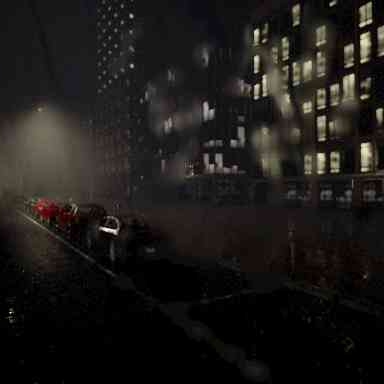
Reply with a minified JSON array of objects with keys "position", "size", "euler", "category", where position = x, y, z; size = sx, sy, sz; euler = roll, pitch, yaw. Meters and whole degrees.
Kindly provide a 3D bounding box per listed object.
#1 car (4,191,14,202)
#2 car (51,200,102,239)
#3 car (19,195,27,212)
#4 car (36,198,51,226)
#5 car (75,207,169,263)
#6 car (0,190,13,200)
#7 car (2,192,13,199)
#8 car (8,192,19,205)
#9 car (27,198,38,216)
[{"position":[-29.526,0.916,54.903],"size":[1.752,1.417,4.829],"euler":[0,1,-32],"category":"car"},{"position":[-5.338,1.248,16.151],"size":[1.967,1.590,4.097],"euler":[0,1,-32],"category":"car"},{"position":[-14.375,1.201,30.630],"size":[2.008,1.369,4.403],"euler":[0,1,-32],"category":"car"},{"position":[-8.350,1.300,20.979],"size":[1.887,1.381,4.507],"euler":[0,1,-32],"category":"car"},{"position":[-2.326,1.412,11.327],"size":[2.008,1.369,4.403],"euler":[0,1,-32],"category":"car"},{"position":[-35.460,0.605,64.408],"size":[2.192,1.841,5.009],"euler":[0,1,-32],"category":"car"},{"position":[-38.473,0.785,69.236],"size":[1.887,1.381,4.507],"euler":[0,1,-32],"category":"car"},{"position":[-23.411,1.061,45.107],"size":[1.947,1.339,4.313],"euler":[0,1,-32],"category":"car"},{"position":[-11.363,1.284,25.805],"size":[1.802,1.307,4.206],"euler":[0,1,-32],"category":"car"}]
